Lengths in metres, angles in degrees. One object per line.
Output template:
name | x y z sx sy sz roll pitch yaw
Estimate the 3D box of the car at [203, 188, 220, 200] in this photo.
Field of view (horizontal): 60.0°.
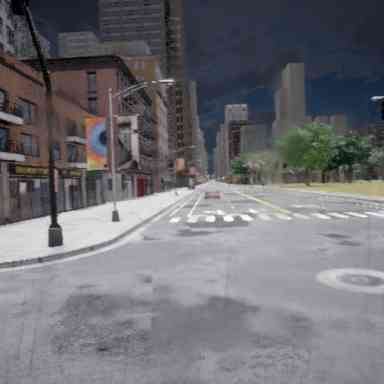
car | 2.418 0.255 40.893 1.812 1.442 4.674 -2 3 3
